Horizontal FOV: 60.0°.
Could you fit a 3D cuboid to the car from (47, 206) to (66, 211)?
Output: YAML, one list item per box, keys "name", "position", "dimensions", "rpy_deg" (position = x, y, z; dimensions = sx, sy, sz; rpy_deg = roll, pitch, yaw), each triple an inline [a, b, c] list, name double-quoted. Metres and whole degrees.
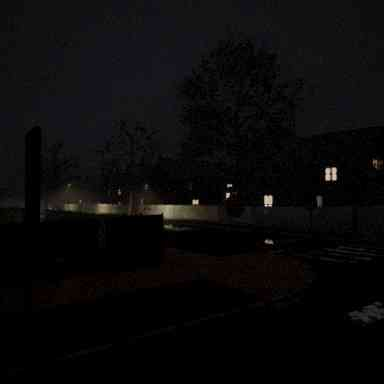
- name: "car"
  position: [-19.072, 2.705, 46.751]
  dimensions: [2.033, 1.411, 5.357]
  rpy_deg: [1, -2, -35]
